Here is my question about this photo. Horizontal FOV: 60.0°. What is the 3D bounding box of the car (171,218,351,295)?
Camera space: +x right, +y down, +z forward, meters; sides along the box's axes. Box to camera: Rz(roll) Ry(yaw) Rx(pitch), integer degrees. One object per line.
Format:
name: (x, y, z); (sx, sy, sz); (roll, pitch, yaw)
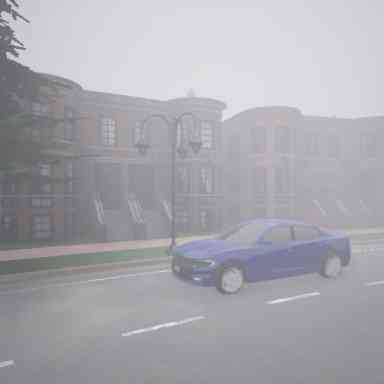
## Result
car: (1.903, 1.477, 8.717); (5.008, 1.535, 1.882); (0, 0, -26)
